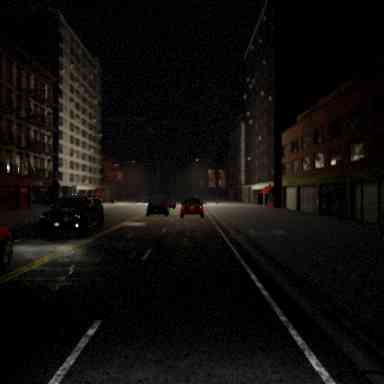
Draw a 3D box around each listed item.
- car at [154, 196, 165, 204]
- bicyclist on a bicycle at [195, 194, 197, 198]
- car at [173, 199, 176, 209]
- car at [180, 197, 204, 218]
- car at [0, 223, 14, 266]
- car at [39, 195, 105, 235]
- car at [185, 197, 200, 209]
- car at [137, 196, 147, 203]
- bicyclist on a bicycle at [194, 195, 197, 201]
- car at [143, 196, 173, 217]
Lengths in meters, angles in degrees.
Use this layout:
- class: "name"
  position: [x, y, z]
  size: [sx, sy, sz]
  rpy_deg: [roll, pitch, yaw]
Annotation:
- class: "car"
  position: [-6.498, 1.500, 67.171]
  size: [1.837, 1.490, 4.892]
  rpy_deg: [0, 0, 0]
- class: "bicyclist on a bicycle"
  position: [0.900, 1.373, 71.874]
  size: [0.659, 1.776, 1.843]
  rpy_deg: [0, 0, 0]
- class: "car"
  position: [-3.154, 1.601, 45.562]
  size: [1.895, 1.301, 4.718]
  rpy_deg: [0, 0, 0]
- class: "car"
  position: [0.021, 1.352, 30.529]
  size: [2.097, 1.767, 4.553]
  rpy_deg: [0, 0, 0]
- class: "car"
  position: [-6.602, 1.353, 8.490]
  size: [2.097, 1.767, 4.553]
  rpy_deg: [0, 0, -1]
- class: "car"
  position: [-6.589, 1.222, 18.983]
  size: [2.150, 2.045, 5.566]
  rpy_deg: [0, 0, 0]
- class: "car"
  position: [0.060, 1.478, 45.427]
  size: [1.882, 1.535, 5.008]
  rpy_deg: [0, 0, 0]
- class: "car"
  position: [-9.749, 1.555, 67.177]
  size: [1.994, 1.385, 4.181]
  rpy_deg: [0, 0, 0]
- class: "bicyclist on a bicycle"
  position: [0.902, 1.457, 80.879]
  size: [0.582, 1.620, 1.656]
  rpy_deg: [0, 0, 0]
- class: "car"
  position: [-3.149, 1.478, 31.508]
  size: [1.882, 1.535, 5.008]
  rpy_deg: [0, 0, 0]
